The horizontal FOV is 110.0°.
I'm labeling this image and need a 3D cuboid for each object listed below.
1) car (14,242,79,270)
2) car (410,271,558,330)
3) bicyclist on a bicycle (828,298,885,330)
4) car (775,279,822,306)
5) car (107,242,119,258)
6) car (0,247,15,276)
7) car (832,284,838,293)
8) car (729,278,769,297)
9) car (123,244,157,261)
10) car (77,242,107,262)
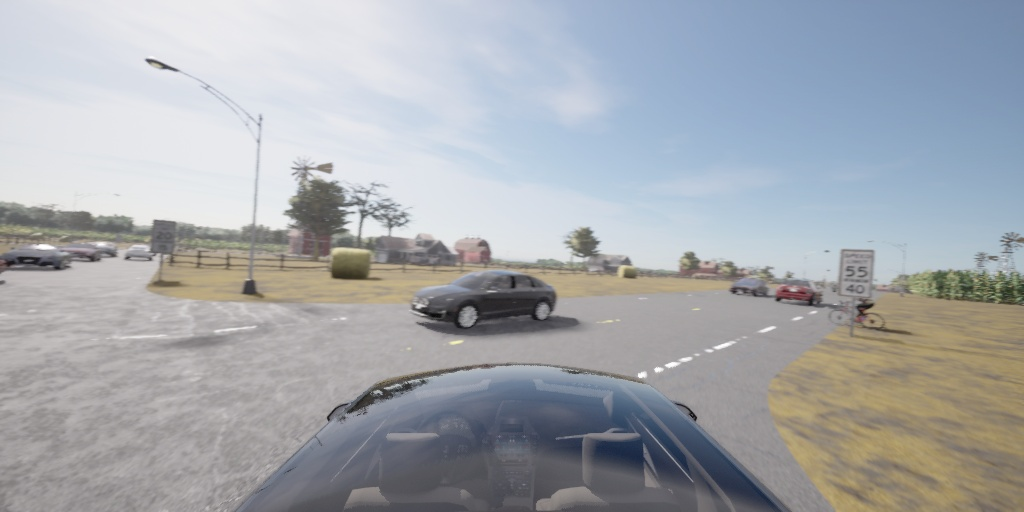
[{"bbox_3d":[-26.463,0.000,20.093,1.994,1.385,4.181,6,-2,-43],"label":"car"},{"bbox_3d":[-0.643,1.202,10.961,4.892,1.490,1.837,4,0,-43],"label":"car"},{"bbox_3d":[13.932,2.114,14.516,0.582,1.620,1.656,4,0,-43],"label":"bicyclist on a bicycle"},{"bbox_3d":[20.516,2.435,25.563,4.553,1.767,2.097,4,0,-43],"label":"car"},{"bbox_3d":[-42.616,-0.694,37.461,2.128,1.511,4.902,6,-2,-43],"label":"car"},{"bbox_3d":[-18.418,0.354,11.293,1.895,1.301,4.718,5,-2,-39],"label":"car"},{"bbox_3d":[43.092,4.220,46.553,4.181,1.385,1.994,4,0,-43],"label":"car"},{"bbox_3d":[20.103,2.590,30.225,5.357,1.411,2.033,4,0,-43],"label":"car"},{"bbox_3d":[-37.412,-0.342,36.071,1.812,1.442,4.674,6,-2,-43],"label":"car"},{"bbox_3d":[-34.429,-0.349,28.666,1.812,1.442,4.674,5,-2,-43],"label":"car"}]
